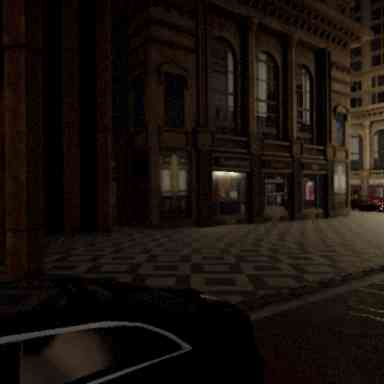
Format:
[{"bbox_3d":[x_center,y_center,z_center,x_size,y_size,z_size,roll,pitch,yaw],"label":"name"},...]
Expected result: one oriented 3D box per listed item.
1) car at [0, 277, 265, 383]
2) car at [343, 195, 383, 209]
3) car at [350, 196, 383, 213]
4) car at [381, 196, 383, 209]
[{"bbox_3d":[-1.627,1.491,2.216,4.902,1.511,2.128,0,0,-35],"label":"car"},{"bbox_3d":[25.172,1.449,48.762,2.192,1.841,5.009,-1,0,-35],"label":"car"},{"bbox_3d":[21.351,1.669,39.395,1.967,1.590,4.097,-1,0,-35],"label":"car"},{"bbox_3d":[28.310,1.455,44.317,2.192,1.841,5.009,-1,0,-35],"label":"car"}]
